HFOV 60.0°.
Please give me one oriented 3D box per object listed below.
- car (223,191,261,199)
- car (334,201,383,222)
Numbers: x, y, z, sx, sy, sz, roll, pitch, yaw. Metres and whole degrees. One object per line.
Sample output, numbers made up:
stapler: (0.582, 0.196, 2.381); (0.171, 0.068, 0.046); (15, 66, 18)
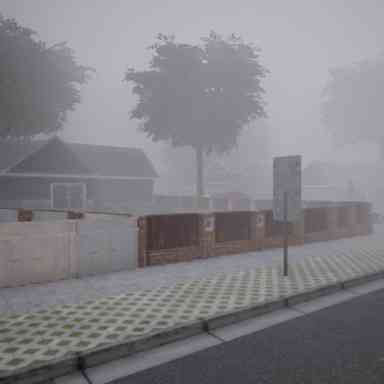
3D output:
car: (5.293, 0.977, 32.942); (2.150, 2.045, 5.566); (0, 1, -36)
car: (11.377, 1.405, 24.372); (1.812, 1.442, 4.674); (0, 1, -35)
